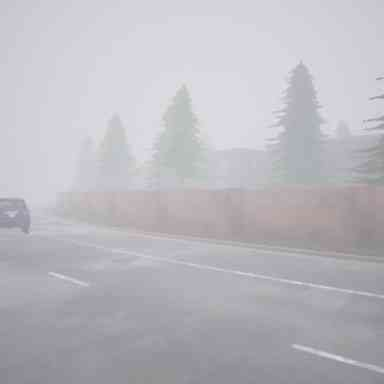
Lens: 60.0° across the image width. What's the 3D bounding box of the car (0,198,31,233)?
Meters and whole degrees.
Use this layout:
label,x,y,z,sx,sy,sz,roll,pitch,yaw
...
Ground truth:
label,x,y,z,sx,sy,sz,roll,pitch,yaw
car,-11.328,1.356,19.719,2.150,2.045,5.566,0,0,-41
